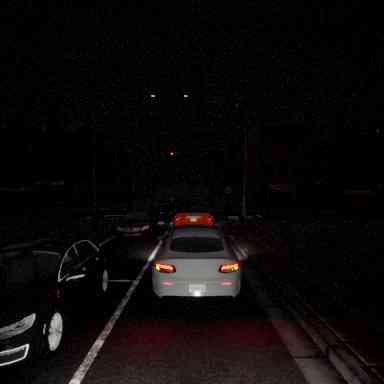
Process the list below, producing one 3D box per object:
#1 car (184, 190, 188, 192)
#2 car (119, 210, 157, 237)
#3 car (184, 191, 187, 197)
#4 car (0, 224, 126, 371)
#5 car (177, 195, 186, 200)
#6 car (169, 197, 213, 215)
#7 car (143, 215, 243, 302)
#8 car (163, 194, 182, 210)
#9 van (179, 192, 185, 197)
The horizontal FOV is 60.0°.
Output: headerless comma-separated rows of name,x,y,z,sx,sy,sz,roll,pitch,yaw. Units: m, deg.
car,-2.777,1.131,93.371,2.192,1.841,5.009,-1,1,0
car,-2.680,1.582,16.724,1.802,1.307,4.206,-2,0,0
car,-2.755,1.307,71.201,2.192,1.841,5.009,-1,0,0
car,-2.666,1.548,5.830,2.008,1.369,4.403,-2,0,0
car,-2.768,1.429,87.822,2.008,1.369,4.403,-1,0,0
car,0.076,1.353,18.086,2.097,1.767,4.553,0,0,0
car,0.090,1.523,8.123,1.812,1.442,4.674,0,0,0
car,-2.721,1.483,43.502,1.967,1.590,4.097,-2,0,0
van,-2.748,1.359,65.658,1.690,1.788,3.998,-1,0,0
